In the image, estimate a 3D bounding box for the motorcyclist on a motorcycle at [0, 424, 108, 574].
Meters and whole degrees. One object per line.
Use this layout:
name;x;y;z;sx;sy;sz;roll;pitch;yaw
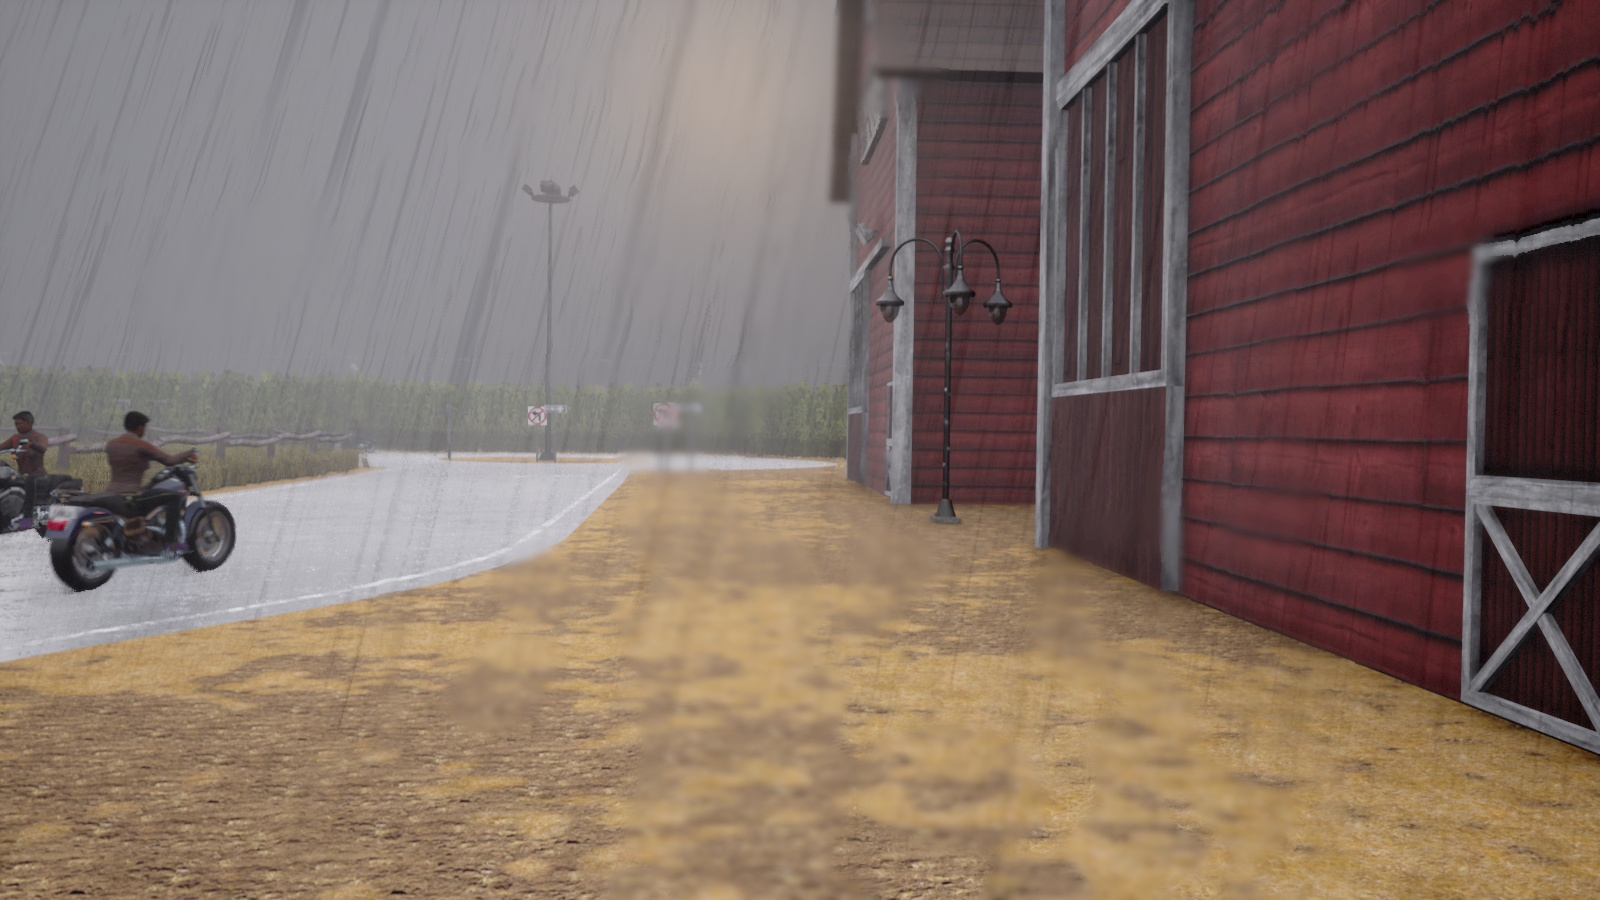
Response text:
motorcyclist on a motorcycle;-9.111;0.526;14.505;0.766;1.649;2.350;0;1;5

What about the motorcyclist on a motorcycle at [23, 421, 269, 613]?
motorcyclist on a motorcycle;-6.123;0.557;11.966;0.766;1.649;2.350;0;1;11

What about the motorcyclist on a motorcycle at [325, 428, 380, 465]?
motorcyclist on a motorcycle;-20.678;-0.174;58.043;0.766;1.649;2.350;0;1;37
